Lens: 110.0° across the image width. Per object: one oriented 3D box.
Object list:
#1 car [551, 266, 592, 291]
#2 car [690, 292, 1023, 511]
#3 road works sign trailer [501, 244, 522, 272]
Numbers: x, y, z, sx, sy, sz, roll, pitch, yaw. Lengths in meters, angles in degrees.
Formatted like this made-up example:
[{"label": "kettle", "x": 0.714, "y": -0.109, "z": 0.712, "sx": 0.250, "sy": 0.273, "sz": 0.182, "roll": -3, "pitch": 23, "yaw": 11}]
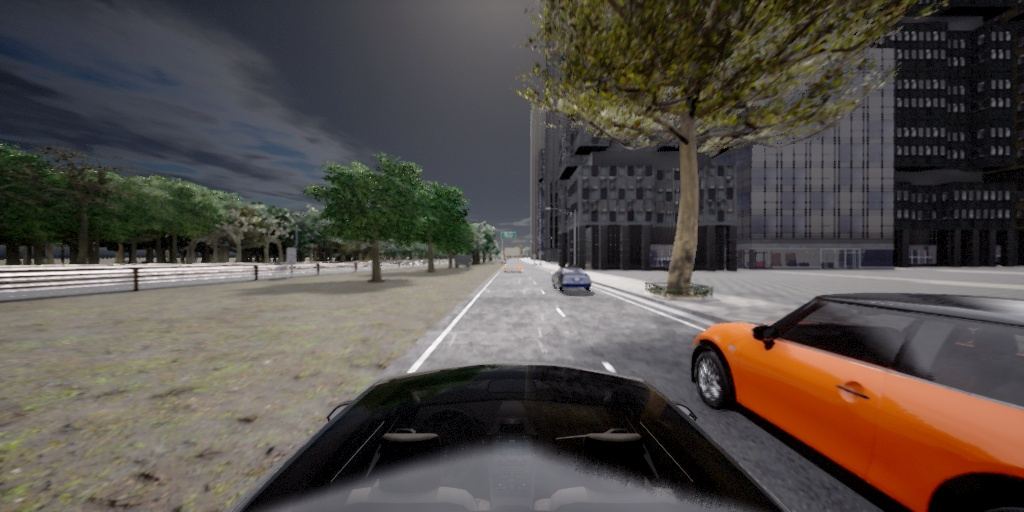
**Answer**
[{"label": "car", "x": 3.598, "y": 1.355, "z": 22.355, "sx": 2.033, "sy": 1.411, "sz": 5.357, "roll": 0, "pitch": 0, "yaw": 0}, {"label": "car", "x": 3.599, "y": 1.106, "z": 3.291, "sx": 2.097, "sy": 1.767, "sz": 4.553, "roll": 0, "pitch": 0, "yaw": 0}, {"label": "road works sign trailer", "x": 0.013, "y": 0.438, "z": 50.689, "sx": 2.380, "sy": 3.560, "sz": 2.880, "roll": 0, "pitch": 0, "yaw": 0}]
